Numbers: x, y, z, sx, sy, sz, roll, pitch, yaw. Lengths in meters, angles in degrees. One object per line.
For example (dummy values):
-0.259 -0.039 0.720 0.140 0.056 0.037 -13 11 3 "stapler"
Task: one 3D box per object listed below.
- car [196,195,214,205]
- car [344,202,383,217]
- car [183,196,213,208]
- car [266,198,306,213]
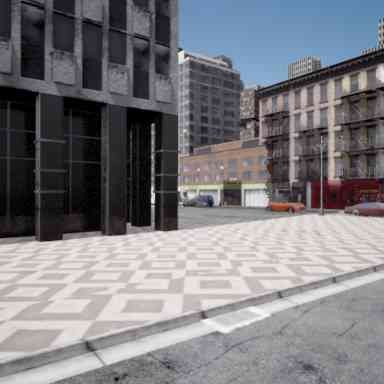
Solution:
1.408 1.523 56.095 2.150 2.045 5.566 0 0 -36 "car"
16.579 1.647 30.083 2.033 1.411 5.357 0 -1 -33 "car"
0.566 1.770 51.968 2.128 1.511 4.902 0 -1 -36 "car"
10.744 1.523 38.016 2.097 1.767 4.553 0 -1 -36 "car"
